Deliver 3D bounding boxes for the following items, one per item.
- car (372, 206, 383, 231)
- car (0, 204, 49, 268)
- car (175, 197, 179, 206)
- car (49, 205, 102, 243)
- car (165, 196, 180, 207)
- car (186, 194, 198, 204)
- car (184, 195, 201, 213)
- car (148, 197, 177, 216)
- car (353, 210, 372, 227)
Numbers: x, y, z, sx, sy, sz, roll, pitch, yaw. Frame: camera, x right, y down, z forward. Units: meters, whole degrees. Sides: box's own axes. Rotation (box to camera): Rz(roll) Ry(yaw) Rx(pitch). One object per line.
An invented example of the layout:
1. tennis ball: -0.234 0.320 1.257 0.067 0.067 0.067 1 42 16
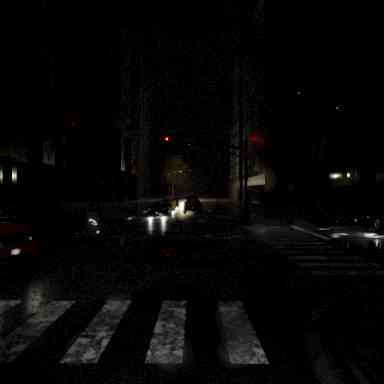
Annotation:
1. car: 12.163 1.573 17.351 4.181 1.385 1.994 0 0 0
2. car: -7.245 1.227 9.600 5.566 2.045 2.150 0 0 18
3. car: -3.116 1.477 43.245 1.882 1.535 5.008 0 0 0
4. car: -6.435 1.346 15.109 4.553 1.767 2.097 0 0 -15
5. car: -3.078 1.491 53.407 2.128 1.511 4.902 0 0 0
6. car: 0.000 1.351 62.952 2.097 1.767 4.553 0 0 0
7. car: 0.065 1.476 37.454 1.882 1.535 5.008 0 0 0
8. car: -3.101 1.547 33.441 2.033 1.411 5.357 0 0 4
9. car: 12.599 1.496 20.600 4.902 1.511 2.128 0 0 0
